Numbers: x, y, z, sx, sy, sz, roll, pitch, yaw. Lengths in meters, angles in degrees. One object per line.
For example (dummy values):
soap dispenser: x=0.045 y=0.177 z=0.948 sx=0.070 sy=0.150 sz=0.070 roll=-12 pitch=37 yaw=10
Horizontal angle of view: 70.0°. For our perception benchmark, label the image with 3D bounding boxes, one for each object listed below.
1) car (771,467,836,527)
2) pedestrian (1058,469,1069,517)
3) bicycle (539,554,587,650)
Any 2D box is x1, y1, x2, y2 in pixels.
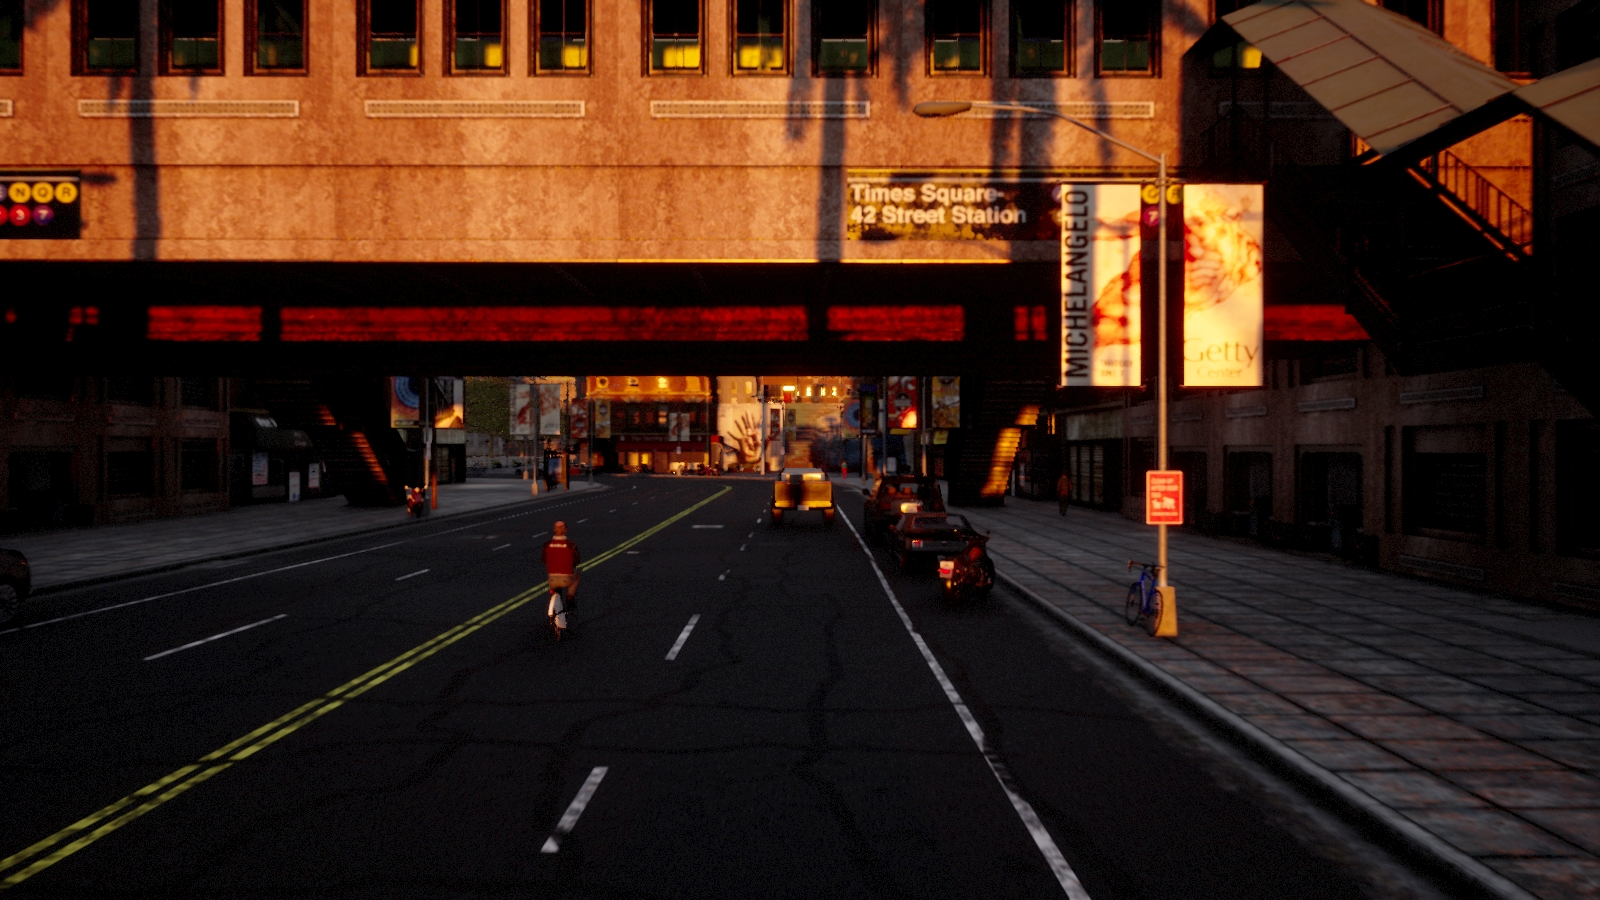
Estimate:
car: x=0.122 y=1.754 z=44.904 sx=2.390 sy=2.098 sz=6.274 roll=0 pitch=0 yaw=0
pedestrian: x=10.366 y=1.696 z=44.993 sx=0.375 sy=1.860 sz=0.375 roll=0 pitch=0 yaw=2
bicycle: x=-3.492 y=2.210 z=16.943 sx=0.329 sy=1.171 sz=1.835 roll=0 pitch=0 yaw=0
